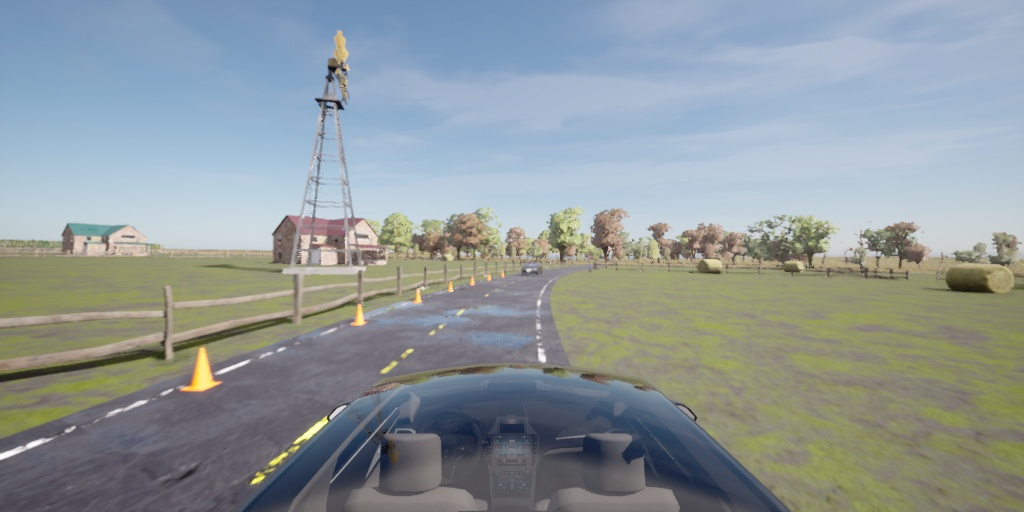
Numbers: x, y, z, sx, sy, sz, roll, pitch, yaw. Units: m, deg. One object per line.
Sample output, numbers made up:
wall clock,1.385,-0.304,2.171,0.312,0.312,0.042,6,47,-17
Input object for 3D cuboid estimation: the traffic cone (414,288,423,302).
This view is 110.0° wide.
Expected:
traffic cone,-4.083,1.703,15.566,0.340,0.580,0.340,0,0,5

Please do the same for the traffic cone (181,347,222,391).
traffic cone,-4.693,1.681,5.427,0.340,0.580,0.340,0,0,2

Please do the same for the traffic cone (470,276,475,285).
traffic cone,-2.828,1.745,25.645,0.340,0.580,0.340,0,0,9

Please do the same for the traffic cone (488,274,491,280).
traffic cone,-1.960,1.770,30.649,0.340,0.580,0.340,0,0,11

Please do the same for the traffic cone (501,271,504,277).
traffic cone,-0.932,1.797,35.622,0.340,0.580,0.340,0,0,13

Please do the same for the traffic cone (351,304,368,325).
traffic cone,-4.469,1.689,10.501,0.340,0.580,0.340,0,0,3

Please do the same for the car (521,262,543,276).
car,2.261,1.367,39.337,2.128,1.511,4.902,0,0,13

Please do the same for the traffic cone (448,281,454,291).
traffic cone,-3.536,1.721,20.616,0.340,0.580,0.340,0,0,7
